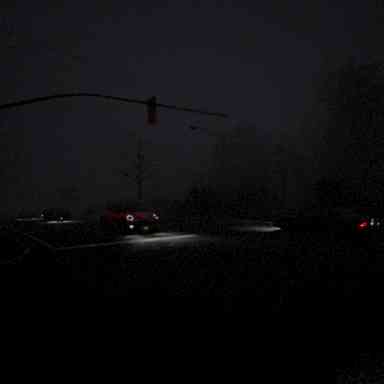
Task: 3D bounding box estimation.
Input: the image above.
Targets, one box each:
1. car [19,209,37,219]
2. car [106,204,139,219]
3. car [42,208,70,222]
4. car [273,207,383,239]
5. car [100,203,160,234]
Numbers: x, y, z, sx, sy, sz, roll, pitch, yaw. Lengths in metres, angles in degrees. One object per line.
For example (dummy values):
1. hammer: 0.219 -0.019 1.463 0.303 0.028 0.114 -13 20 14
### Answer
1. car: -24.304 3.229 49.107 1.812 1.442 4.674 0 -3 -35
2. car: -8.115 2.229 38.309 1.882 1.535 5.008 0 -3 -35
3. car: -14.285 2.334 34.742 2.033 1.411 5.357 0 -3 -35
4. car: 6.766 1.507 17.228 2.033 1.411 5.357 0 0 -35
5. car: -3.788 1.434 19.885 2.097 1.767 4.553 0 -1 -36
